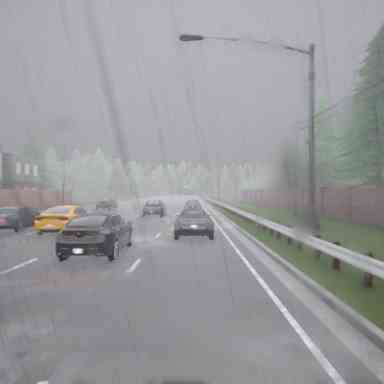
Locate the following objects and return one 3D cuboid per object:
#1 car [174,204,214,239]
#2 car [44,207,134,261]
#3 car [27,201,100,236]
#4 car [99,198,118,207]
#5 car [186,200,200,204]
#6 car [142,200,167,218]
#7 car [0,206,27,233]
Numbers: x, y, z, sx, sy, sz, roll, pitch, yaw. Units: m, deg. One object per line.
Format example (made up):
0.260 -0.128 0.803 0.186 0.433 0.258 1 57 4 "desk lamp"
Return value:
0.094 1.570 17.527 1.994 1.385 4.181 0 0 0 "car"
-3.405 1.509 12.350 1.837 1.490 4.892 0 0 0 "car"
-6.905 1.484 18.588 1.882 1.535 5.008 0 0 0 "car"
-10.414 1.518 40.897 1.837 1.490 4.892 0 0 0 "car"
0.088 1.559 35.883 2.033 1.411 5.357 0 0 0 "car"
-3.410 1.502 30.701 2.128 1.511 4.902 0 0 0 "car"
-10.407 1.554 19.807 2.033 1.411 5.357 0 0 0 "car"
